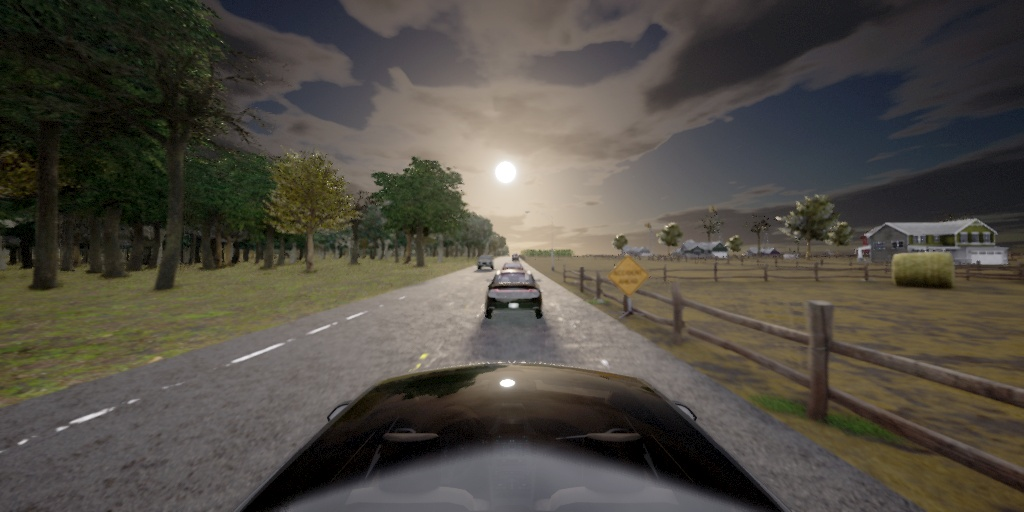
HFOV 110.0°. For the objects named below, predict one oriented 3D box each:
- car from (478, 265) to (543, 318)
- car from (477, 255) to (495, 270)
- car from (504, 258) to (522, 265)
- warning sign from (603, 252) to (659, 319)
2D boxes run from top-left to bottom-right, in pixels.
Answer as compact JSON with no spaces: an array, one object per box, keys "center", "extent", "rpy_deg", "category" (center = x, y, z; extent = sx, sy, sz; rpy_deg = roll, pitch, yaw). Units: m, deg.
[{"center":[0.063,1.250,13.074],"extent":[2.128,1.511,4.902],"rpy_deg":[0,0,0],"category":"car"},{"center":[-3.592,0.859,49.710],"extent":[2.150,2.045,5.566],"rpy_deg":[0,0,0],"category":"car"},{"center":[0.073,1.211,29.956],"extent":[1.882,1.535,5.008],"rpy_deg":[0,0,0],"category":"car"},{"center":[3.548,0.875,10.796],"extent":[1.300,1.860,1.060],"rpy_deg":[0,0,0],"category":"warning sign"}]
